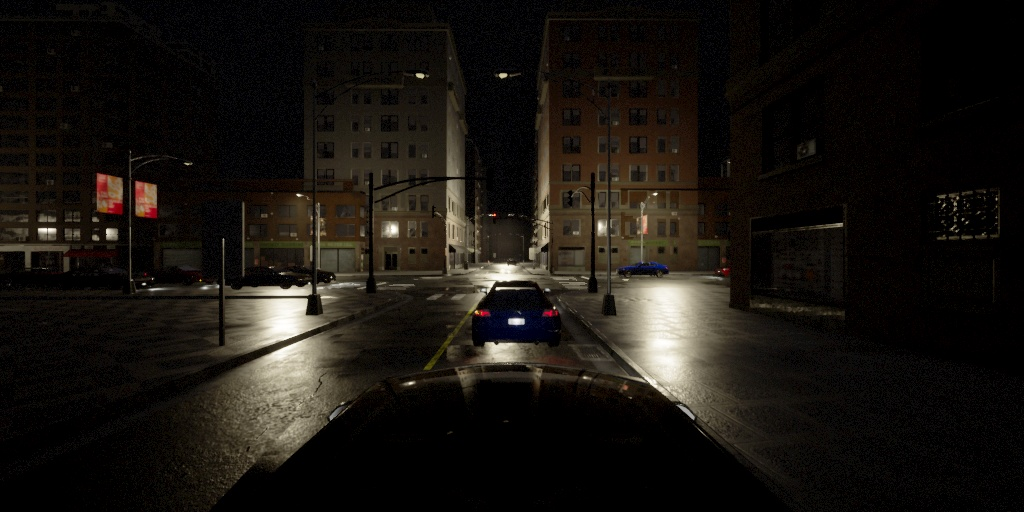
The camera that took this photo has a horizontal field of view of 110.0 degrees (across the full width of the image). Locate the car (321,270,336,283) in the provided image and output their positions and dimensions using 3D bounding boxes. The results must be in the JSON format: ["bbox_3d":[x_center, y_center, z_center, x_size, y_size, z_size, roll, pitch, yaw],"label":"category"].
[{"bbox_3d":[-15.043,1.364,25.889,4.181,1.385,1.994,0,0,0],"label":"car"}]

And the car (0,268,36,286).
[{"bbox_3d":[-33.715,1.468,25.806,4.718,1.301,1.895,0,0,0],"label":"car"}]

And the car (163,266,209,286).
[{"bbox_3d":[-23.824,1.398,25.845,4.181,1.385,1.994,0,0,-1],"label":"car"}]

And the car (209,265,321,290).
[{"bbox_3d":[-15.457,1.350,22.638,5.357,1.411,2.033,0,0,0],"label":"car"}]

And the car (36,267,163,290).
[{"bbox_3d":[-25.837,1.390,22.590,5.357,1.411,2.033,0,0,0],"label":"car"}]

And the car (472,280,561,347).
[{"bbox_3d":[0.096,1.314,9.355,1.994,1.385,4.181,0,0,0],"label":"car"}]

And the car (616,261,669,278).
[{"bbox_3d":[11.860,1.217,32.719,4.674,1.442,1.812,0,0,0],"label":"car"}]

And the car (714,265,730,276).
[{"bbox_3d":[20.900,1.225,32.758,4.181,1.385,1.994,0,0,0],"label":"car"}]
